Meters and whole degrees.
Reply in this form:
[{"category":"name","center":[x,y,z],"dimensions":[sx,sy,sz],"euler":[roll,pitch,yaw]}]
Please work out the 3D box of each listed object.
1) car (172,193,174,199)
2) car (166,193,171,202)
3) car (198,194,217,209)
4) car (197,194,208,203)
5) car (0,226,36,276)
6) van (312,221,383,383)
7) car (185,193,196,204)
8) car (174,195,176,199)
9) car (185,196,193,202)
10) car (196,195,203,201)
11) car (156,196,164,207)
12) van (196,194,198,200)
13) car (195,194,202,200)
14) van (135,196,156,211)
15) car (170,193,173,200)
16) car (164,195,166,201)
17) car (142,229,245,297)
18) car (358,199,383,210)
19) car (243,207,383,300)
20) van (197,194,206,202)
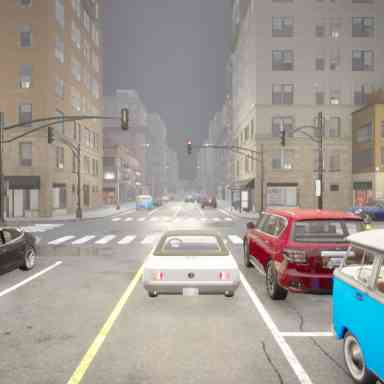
[{"category":"car","center":[-6.143,1.553,83.427],"dimensions":[1.947,1.339,4.313],"euler":[0,0,-1]},{"category":"car","center":[-6.046,1.515,72.446],"dimensions":[1.752,1.417,4.829],"euler":[0,0,-1]},{"category":"car","center":[2.301,1.310,45.660],"dimensions":[2.192,1.841,5.009],"euler":[0,0,-1]},{"category":"car","center":[2.085,1.306,67.284],"dimensions":[2.192,1.841,5.009],"euler":[0,0,-1]},{"category":"car","center":[-5.451,1.566,8.216],"dimensions":[1.947,1.339,4.313],"euler":[0,0,-1]},{"category":"van","center":[2.624,1.341,2.778],"dimensions":[1.690,1.788,3.998],"euler":[0,0,-1]},{"category":"car","center":[-0.474,1.483,65.096],"dimensions":[2.128,1.511,4.902],"euler":[0,0,-1]},{"category":"car","center":[-6.191,1.301,88.833],"dimensions":[2.192,1.841,5.009],"euler":[0,0,-1]},{"category":"car","center":[-0.674,1.585,75.460],"dimensions":[1.895,1.301,4.718],"euler":[0,0,-1]},{"category":"car","center":[1.867,1.512,89.078],"dimensions":[1.752,1.417,4.829],"euler":[0,0,-1]},{"category":"car","center":[-5.857,1.560,50.991],"dimensions":[1.947,1.339,4.313],"euler":[0,0,-1]},{"category":"van","center":[2.139,1.334,61.878],"dimensions":[1.690,1.788,3.998],"euler":[0,0,-1]},{"category":"car","center":[1.814,1.425,94.313],"dimensions":[1.967,1.590,4.097],"euler":[0,0,-1]},{"category":"van","center":[-5.762,1.337,40.179],"dimensions":[1.690,1.788,3.998],"euler":[0,0,-1]},{"category":"car","center":[-6.096,1.539,78.021],"dimensions":[2.008,1.369,4.403],"euler":[0,0,-1]},{"category":"car","center":[-5.905,1.538,56.397],"dimensions":[1.887,1.381,4.507],"euler":[0,0,-1]},{"category":"car","center":[-0.017,1.601,8.508],"dimensions":[1.895,1.301,4.718],"euler":[0,0,0]},{"category":"car","center":[13.091,1.286,23.258],"dimensions":[4.553,1.767,2.097],"euler":[0,0,-1]},{"category":"car","center":[2.574,1.315,8.290],"dimensions":[2.192,1.841,5.009],"euler":[0,0,-1]},{"category":"van","center":[2.031,1.331,72.690],"dimensions":[1.690,1.788,3.998],"euler":[0,0,-1]}]
